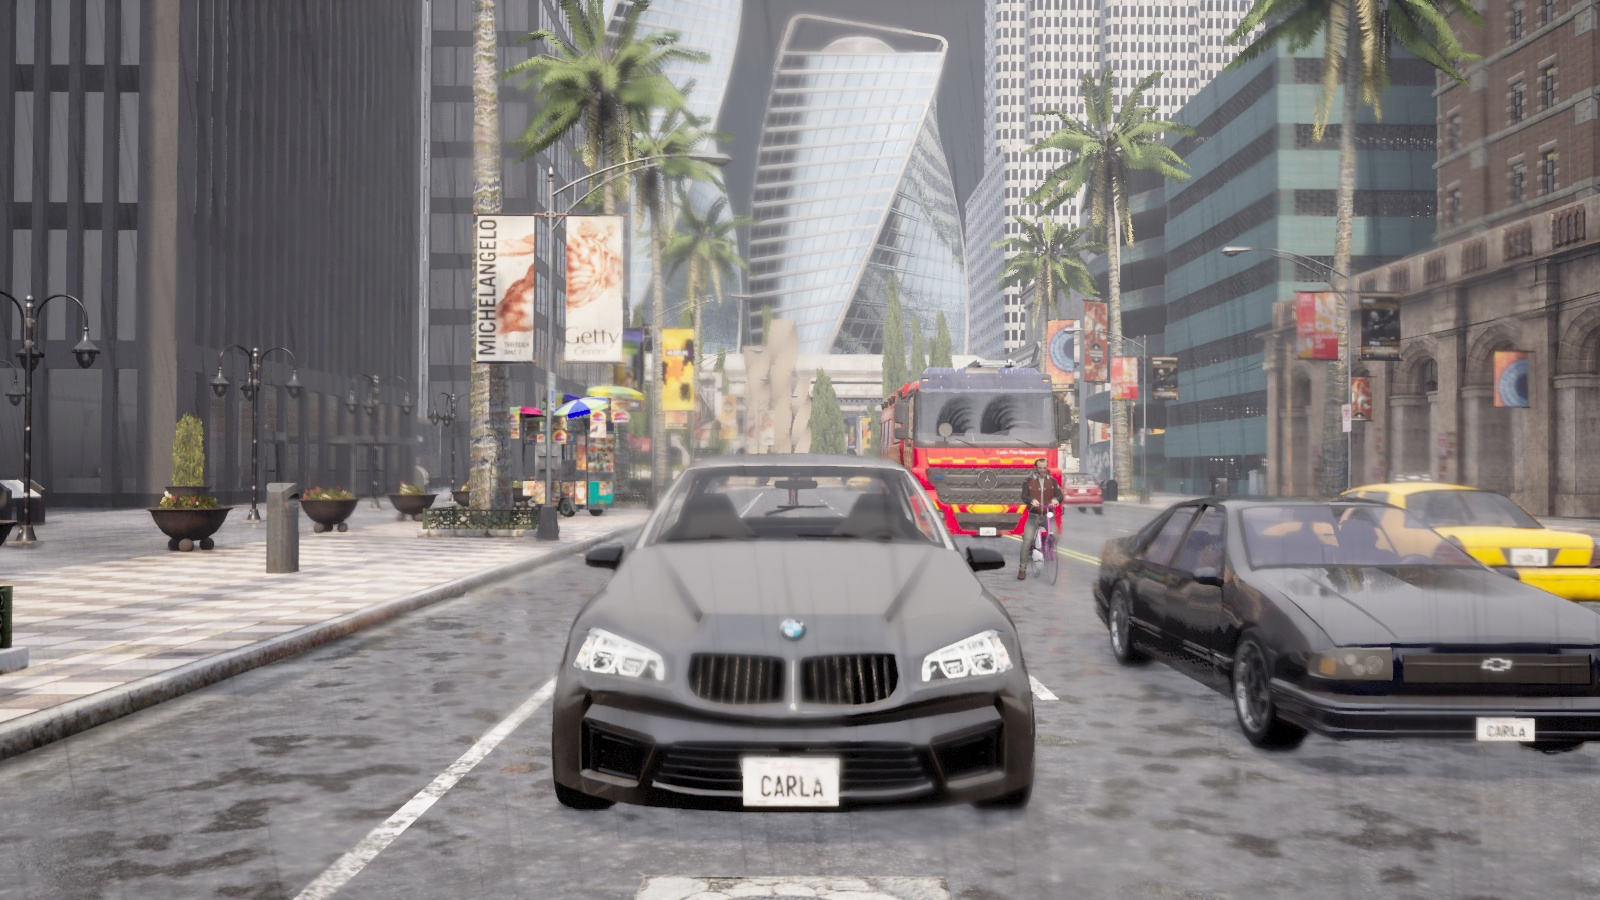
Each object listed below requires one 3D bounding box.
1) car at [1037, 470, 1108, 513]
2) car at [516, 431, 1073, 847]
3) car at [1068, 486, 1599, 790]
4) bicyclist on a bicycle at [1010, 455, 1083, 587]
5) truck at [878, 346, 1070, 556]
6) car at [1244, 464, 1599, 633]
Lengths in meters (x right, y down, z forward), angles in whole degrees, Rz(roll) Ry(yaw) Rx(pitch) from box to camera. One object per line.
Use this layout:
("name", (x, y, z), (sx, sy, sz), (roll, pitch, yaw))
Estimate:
("car", (10.204, 1.544, 47.282), (1.789, 1.549, 3.705), (0, -1, -1))
("car", (-0.018, 0.778, 7.372), (2.242, 1.667, 4.611), (0, 0, 0))
("car", (3.478, 0.996, 8.825), (2.033, 1.411, 5.357), (0, -1, 0))
("bicyclist on a bicycle", (3.458, 0.969, 17.742), (0.659, 1.776, 1.843), (0, -1, 0))
("truck", (3.446, 0.092, 27.189), (2.891, 3.827, 8.468), (0, -1, 0))
("car", (6.963, 0.968, 14.433), (1.801, 1.575, 5.366), (0, -1, 0))
